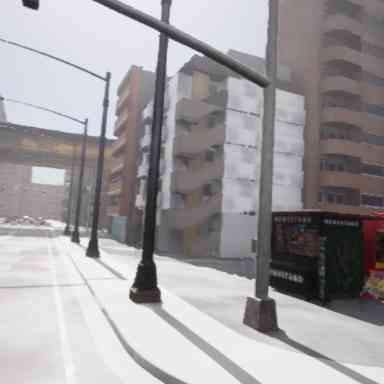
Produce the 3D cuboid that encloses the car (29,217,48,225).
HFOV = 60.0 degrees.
[{"bbox_3d":[-29.526,5.573,64.019,1.853,1.218,4.536,9,-8,-44],"label":"car"}]

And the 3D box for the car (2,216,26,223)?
[{"bbox_3d":[-33.405,5.201,62.645,1.853,1.218,4.536,3,-5,1],"label":"car"}]

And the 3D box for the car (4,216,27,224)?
[{"bbox_3d":[-33.415,5.352,62.579,2.038,1.542,4.974,3,-5,1],"label":"car"}]

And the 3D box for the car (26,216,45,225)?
[{"bbox_3d":[-29.500,5.728,63.968,2.038,1.542,4.974,9,-8,-44],"label":"car"}]
